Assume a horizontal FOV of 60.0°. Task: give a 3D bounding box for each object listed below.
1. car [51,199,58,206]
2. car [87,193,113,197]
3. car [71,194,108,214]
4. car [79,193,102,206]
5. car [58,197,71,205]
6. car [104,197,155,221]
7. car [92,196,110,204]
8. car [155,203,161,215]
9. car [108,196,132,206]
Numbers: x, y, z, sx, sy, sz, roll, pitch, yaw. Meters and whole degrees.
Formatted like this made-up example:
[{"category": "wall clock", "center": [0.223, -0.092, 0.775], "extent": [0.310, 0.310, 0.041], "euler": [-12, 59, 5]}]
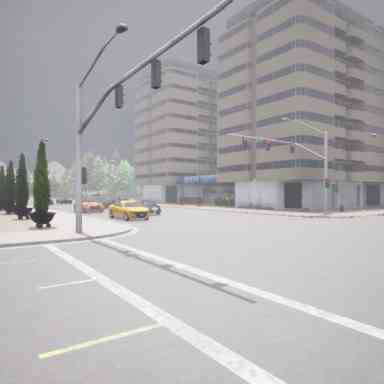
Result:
[{"category": "car", "center": [-23.772, 1.601, 54.147], "extent": [1.895, 1.301, 4.718], "euler": [0, 0, -34]}, {"category": "car", "center": [-12.715, 1.352, 44.258], "extent": [2.097, 1.767, 4.553], "euler": [0, 0, -35]}, {"category": "car", "center": [-11.098, 1.353, 35.790], "extent": [2.097, 1.767, 4.553], "euler": [0, 0, -35]}, {"category": "car", "center": [-17.693, 1.221, 57.886], "extent": [2.150, 2.045, 5.566], "euler": [0, 0, -34]}, {"category": "car", "center": [-22.697, 1.604, 58.786], "extent": [1.895, 1.301, 4.718], "euler": [0, 0, -35]}, {"category": "car", "center": [-5.251, 1.478, 27.373], "extent": [1.882, 1.535, 5.008], "euler": [0, 0, -35]}, {"category": "car", "center": [-17.509, 1.505, 63.759], "extent": [1.837, 1.490, 4.892], "euler": [0, 0, -34]}, {"category": "car", "center": [-4.818, 1.491, 32.884], "extent": [2.128, 1.511, 4.902], "euler": [0, 0, -35]}, {"category": "car", "center": [-12.199, 1.491, 56.122], "extent": [2.128, 1.511, 4.902], "euler": [0, 0, -35]}]
